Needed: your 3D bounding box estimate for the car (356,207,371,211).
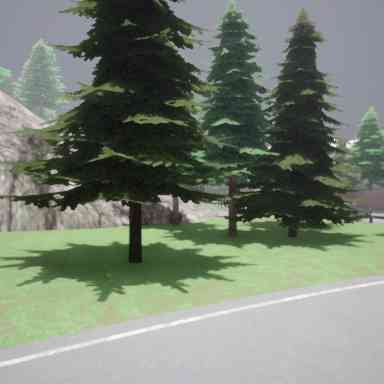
[{"bbox_3d":[12.517,1.336,27.437,1.812,1.442,4.674,0,0,-18],"label":"car"}]
